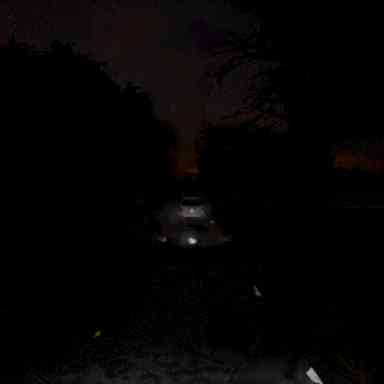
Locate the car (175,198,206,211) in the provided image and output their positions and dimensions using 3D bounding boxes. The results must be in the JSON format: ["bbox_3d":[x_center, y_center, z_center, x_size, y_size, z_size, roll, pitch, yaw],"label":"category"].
[{"bbox_3d":[0.016,1.487,27.615,2.150,2.045,5.566,0,0,0],"label":"car"}]

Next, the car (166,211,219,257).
[{"bbox_3d":[0.029,1.697,13.565,1.994,1.385,4.181,0,0,0],"label":"car"}]

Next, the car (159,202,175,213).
[{"bbox_3d":[-3.002,1.923,42.056,2.033,1.411,5.357,0,0,0],"label":"car"}]

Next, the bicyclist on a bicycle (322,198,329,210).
[{"bbox_3d":[18.551,1.711,46.334,0.582,1.620,1.656,-1,-1,0],"label":"bicyclist on a bicycle"}]
